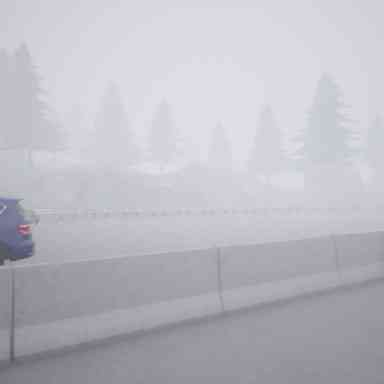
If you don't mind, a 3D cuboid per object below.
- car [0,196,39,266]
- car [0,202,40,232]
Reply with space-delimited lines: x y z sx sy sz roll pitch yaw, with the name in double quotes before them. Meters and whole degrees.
"car" -6.675 1.107 7.691 5.566 2.045 2.150 0 1 -36
"car" -11.027 1.324 17.418 5.357 1.411 2.033 0 1 -34
